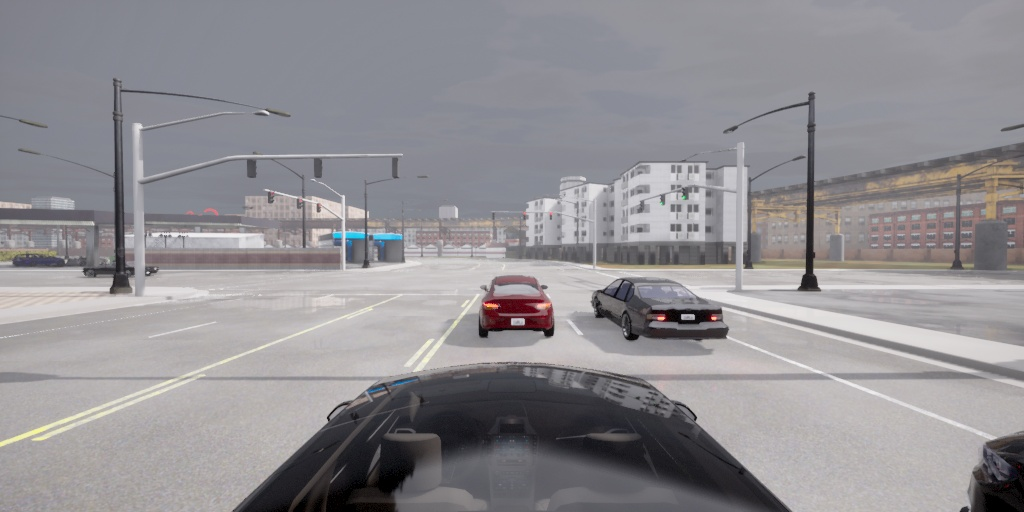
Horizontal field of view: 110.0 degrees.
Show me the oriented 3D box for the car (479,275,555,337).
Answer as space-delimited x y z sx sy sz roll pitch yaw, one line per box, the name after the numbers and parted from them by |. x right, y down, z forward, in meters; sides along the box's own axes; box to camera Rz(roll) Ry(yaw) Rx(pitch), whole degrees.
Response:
0.071 1.256 10.102 1.812 1.442 4.674 0 0 -1 | car

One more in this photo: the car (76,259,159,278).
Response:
-33.069 1.133 30.310 4.718 1.301 1.895 0 1 -1 | car

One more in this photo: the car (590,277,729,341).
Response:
3.582 1.282 9.817 2.033 1.411 5.357 0 0 0 | car
